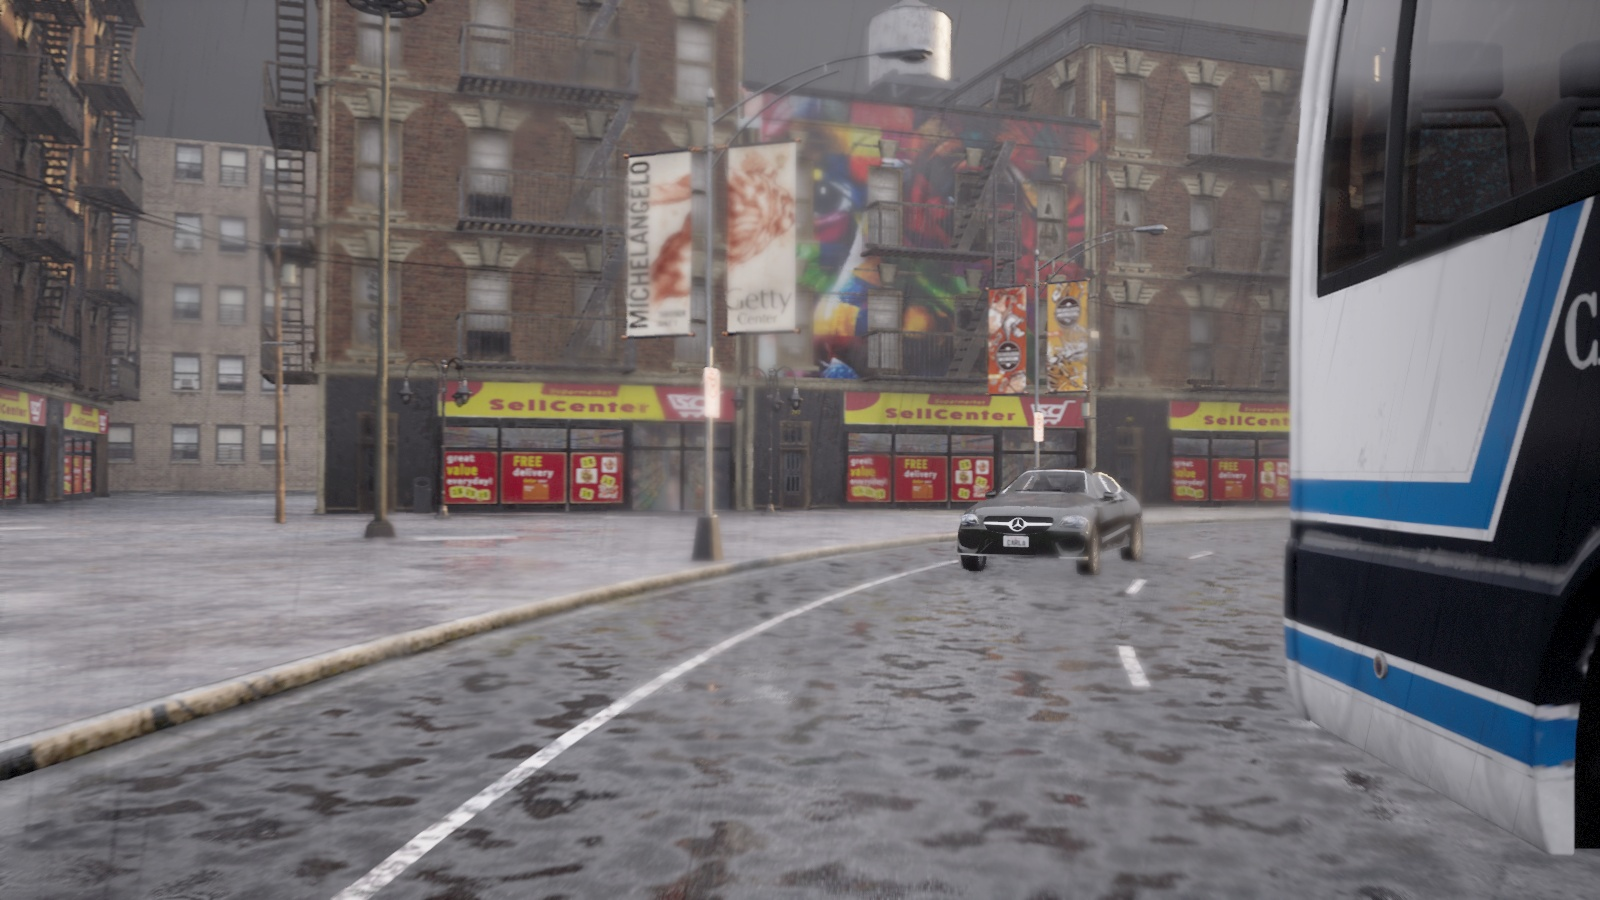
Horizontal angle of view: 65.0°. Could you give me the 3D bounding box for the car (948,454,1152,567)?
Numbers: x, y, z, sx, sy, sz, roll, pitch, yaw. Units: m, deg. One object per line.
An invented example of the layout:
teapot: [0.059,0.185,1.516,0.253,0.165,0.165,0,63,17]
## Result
car: [4.356,0.934,21.144,2.152,1.651,5.027,-1,-1,26]
